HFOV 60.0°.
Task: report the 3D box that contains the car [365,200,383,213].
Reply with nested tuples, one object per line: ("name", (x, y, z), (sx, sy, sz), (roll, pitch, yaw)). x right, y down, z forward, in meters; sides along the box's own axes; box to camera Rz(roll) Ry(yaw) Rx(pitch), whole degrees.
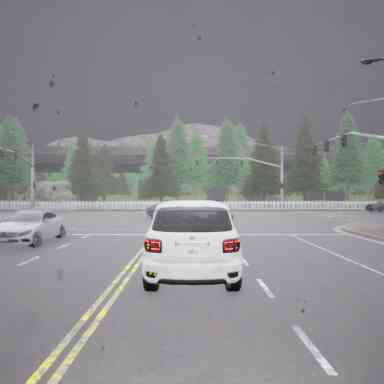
("car", (21.210, 1.508, 36.116), (4.181, 1.385, 1.994), (0, 0, 0))

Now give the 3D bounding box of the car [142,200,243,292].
("car", (0.009, 1.221, 9.088), (2.150, 2.045, 5.566), (0, 0, 0))

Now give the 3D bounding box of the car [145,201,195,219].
("car", (-1.850, 1.535, 28.823), (4.181, 1.385, 1.994), (0, 0, 0))

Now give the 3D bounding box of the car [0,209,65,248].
("car", (-7.118, 1.526, 14.779), (1.812, 1.442, 4.674), (0, 0, -2))
